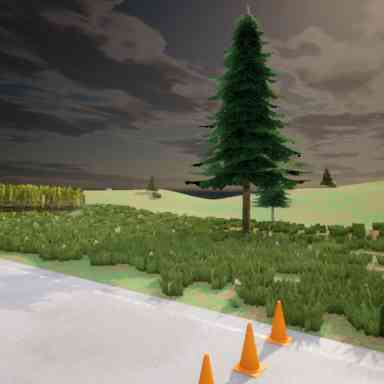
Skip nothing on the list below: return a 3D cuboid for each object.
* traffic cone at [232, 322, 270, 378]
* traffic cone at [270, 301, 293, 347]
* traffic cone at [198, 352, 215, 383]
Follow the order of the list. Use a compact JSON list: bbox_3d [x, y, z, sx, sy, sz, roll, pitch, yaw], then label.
[{"bbox_3d":[0.735,1.955,4.239,0.340,0.580,0.340,0,0,36],"label":"traffic cone"},{"bbox_3d":[1.320,1.955,5.050,0.340,0.580,0.340,0,0,36],"label":"traffic cone"},{"bbox_3d":[0.150,1.955,3.427,0.340,0.580,0.340,0,0,36],"label":"traffic cone"}]
